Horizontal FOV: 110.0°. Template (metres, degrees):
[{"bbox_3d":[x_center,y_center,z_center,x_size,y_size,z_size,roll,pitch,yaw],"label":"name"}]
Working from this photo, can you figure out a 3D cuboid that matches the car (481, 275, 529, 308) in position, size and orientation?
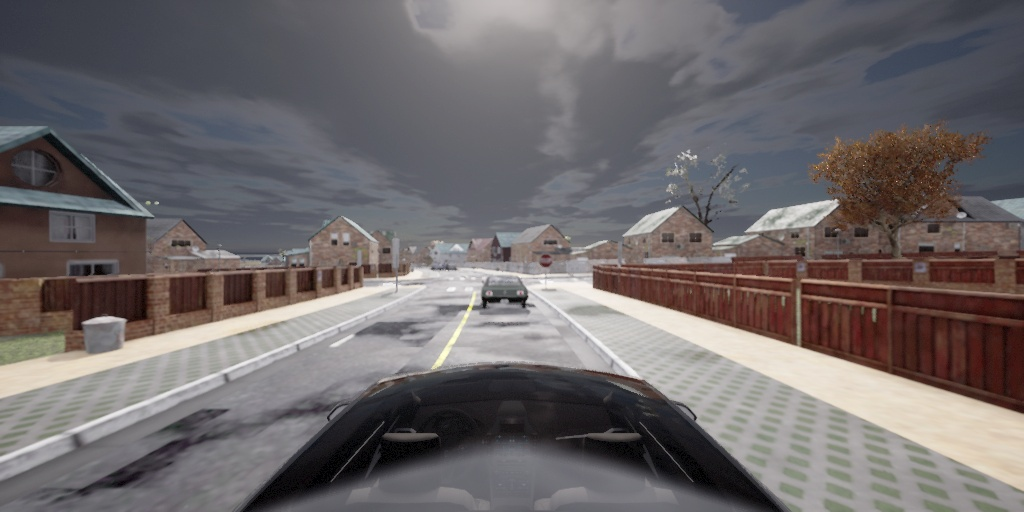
[{"bbox_3d":[-0.418,1.490,16.052,1.895,1.301,4.718,0,-1,-4],"label":"car"}]
